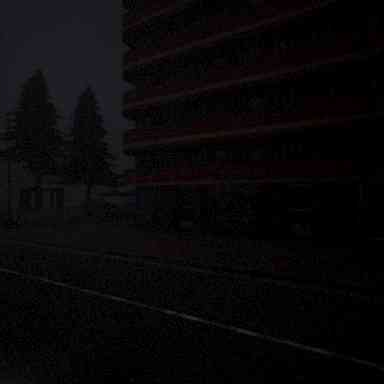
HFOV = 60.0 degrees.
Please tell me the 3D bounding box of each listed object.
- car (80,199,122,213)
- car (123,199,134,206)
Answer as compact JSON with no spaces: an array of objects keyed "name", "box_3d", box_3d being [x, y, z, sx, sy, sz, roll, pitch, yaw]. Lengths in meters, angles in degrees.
[{"name":"car","box_3d":[-11.378,1.621,40.862,2.097,1.767,4.553,-1,0,36]},{"name":"car","box_3d":[-8.621,1.682,55.597,4.553,1.767,2.097,0,0,-44]}]
